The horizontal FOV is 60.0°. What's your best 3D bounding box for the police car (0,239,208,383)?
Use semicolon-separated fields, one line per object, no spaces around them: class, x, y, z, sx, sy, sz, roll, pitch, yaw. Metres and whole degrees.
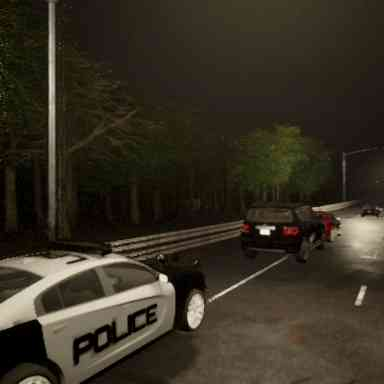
police car;-1.488;1.511;4.789;1.930;1.638;5.238;-1;-1;31

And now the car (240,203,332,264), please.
car;3.797;1.445;13.177;2.150;2.045;5.566;-1;-1;32

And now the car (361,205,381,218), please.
car;20.276;2.169;37.689;2.033;1.411;5.357;-1;-1;32

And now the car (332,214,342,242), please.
car;6.936;1.783;18.252;1.882;1.535;5.008;-1;-1;32
